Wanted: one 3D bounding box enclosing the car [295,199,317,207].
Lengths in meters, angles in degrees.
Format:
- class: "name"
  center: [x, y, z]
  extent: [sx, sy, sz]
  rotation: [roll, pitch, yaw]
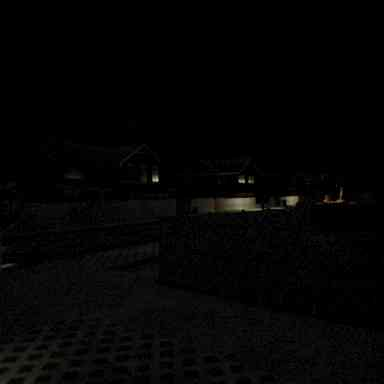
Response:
- class: "car"
  center: [15.686, 1.583, 45.675]
  extent: [1.994, 1.385, 4.181]
  rotation: [0, 0, 36]
